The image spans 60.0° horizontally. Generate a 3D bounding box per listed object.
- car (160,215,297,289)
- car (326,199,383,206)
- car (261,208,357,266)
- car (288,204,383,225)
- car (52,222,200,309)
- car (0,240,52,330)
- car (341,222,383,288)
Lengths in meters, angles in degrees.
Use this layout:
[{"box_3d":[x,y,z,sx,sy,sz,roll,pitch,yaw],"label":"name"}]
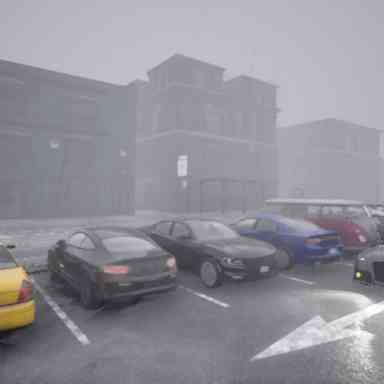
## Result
[{"box_3d":[0.197,1.484,9.592,2.097,1.535,5.008,0,0,-35],"label":"car"},{"box_3d":[9.349,1.361,16.150,2.185,1.767,4.553,0,0,-35],"label":"car"},{"box_3d":[2.470,1.485,11.199,2.097,1.535,5.008,0,0,-35],"label":"car"},{"box_3d":[7.003,1.487,14.431,2.231,1.521,4.892,0,0,-35],"label":"car"},{"box_3d":[-2.065,1.523,7.969,2.002,1.452,4.674,0,0,-35],"label":"car"},{"box_3d":[-4.440,1.477,6.507,1.946,1.575,5.366,0,0,-35],"label":"car"},{"box_3d":[5.803,1.569,8.129,4.181,1.385,1.994,0,0,-35],"label":"car"}]
